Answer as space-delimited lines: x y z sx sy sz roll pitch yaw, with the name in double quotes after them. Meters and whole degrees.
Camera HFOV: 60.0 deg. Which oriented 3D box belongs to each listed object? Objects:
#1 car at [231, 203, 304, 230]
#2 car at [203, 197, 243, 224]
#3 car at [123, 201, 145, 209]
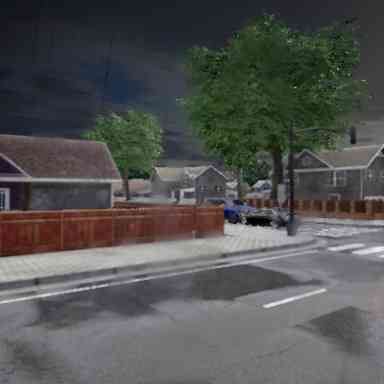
5.198 1.759 22.493 2.128 1.511 4.902 -3 1 -31 "car"
2.937 1.479 27.115 2.150 2.045 5.566 -1 0 -34 "car"
-7.624 1.904 44.107 2.128 1.511 4.902 0 0 -30 "car"
